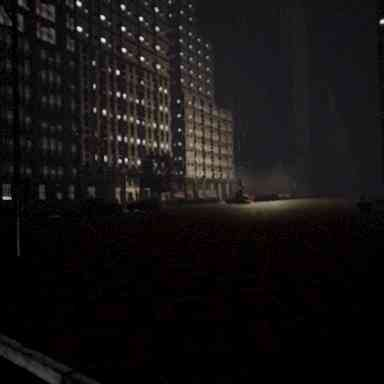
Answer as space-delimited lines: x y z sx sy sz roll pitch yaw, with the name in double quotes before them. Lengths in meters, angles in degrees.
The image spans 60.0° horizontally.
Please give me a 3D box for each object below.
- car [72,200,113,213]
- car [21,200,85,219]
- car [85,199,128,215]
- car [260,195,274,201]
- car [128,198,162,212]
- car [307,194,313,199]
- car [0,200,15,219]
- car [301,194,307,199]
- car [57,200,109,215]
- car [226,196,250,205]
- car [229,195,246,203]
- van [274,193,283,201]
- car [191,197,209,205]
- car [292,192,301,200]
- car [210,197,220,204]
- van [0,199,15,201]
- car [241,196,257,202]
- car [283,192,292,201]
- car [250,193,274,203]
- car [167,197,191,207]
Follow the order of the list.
"car" -12.257 1.760 41.409 1.752 1.417 4.829 -2 -1 35
"car" -11.793 1.519 28.016 1.752 1.417 4.829 -2 -1 35
"car" -8.707 1.407 32.465 1.967 1.590 4.097 -2 -1 35
"car" 19.746 1.544 87.497 1.887 1.381 4.507 -2 -1 35
"car" -5.518 1.522 37.050 1.802 1.307 4.206 -2 -1 35
"car" 29.733 1.205 87.566 1.752 1.417 4.829 -2 -1 35
"car" -17.837 1.754 28.808 2.033 1.411 5.357 -3 -1 35
"car" 26.452 1.266 82.838 1.947 1.339 4.313 -2 -1 35
"car" -12.074 1.703 37.104 2.033 1.411 5.357 -3 -1 35
"car" 7.328 1.363 55.532 1.752 1.417 4.829 -2 -1 35
"car" 10.171 1.504 73.714 1.967 1.590 4.097 -2 -1 35
"van" 16.815 1.109 69.133 1.690 1.788 3.998 -2 -1 35
"car" 0.602 1.677 59.928 1.887 1.381 4.507 -2 -1 35
"car" 23.223 1.038 78.281 2.192 1.841 5.009 -2 -1 35
"car" 3.793 1.660 64.523 2.008 1.369 4.403 -2 -1 35
"van" -18.546 1.630 32.362 1.690 1.788 3.998 -2 -1 35
"car" 13.365 1.586 78.308 1.887 1.381 4.507 -2 -1 35
"car" 20.019 1.185 73.708 1.967 1.590 4.097 -2 -1 35
"car" 13.605 1.232 64.564 1.967 1.590 4.097 -2 -1 35
"car" -2.591 1.597 55.335 1.967 1.590 4.097 -2 -1 35
